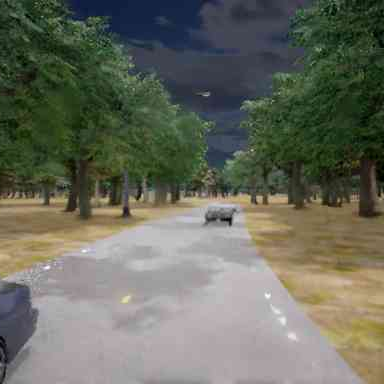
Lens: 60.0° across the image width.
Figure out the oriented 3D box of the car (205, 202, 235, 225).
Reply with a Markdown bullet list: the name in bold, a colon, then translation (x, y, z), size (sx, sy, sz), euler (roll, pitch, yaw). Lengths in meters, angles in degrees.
- **car**: translation (2.081, 1.643, 24.672), size (1.895, 1.301, 4.718), euler (0, 0, 8)

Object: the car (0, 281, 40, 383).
- **car**: translation (-3.019, 1.524, 2.153), size (2.033, 1.411, 5.357), euler (0, 0, 1)
